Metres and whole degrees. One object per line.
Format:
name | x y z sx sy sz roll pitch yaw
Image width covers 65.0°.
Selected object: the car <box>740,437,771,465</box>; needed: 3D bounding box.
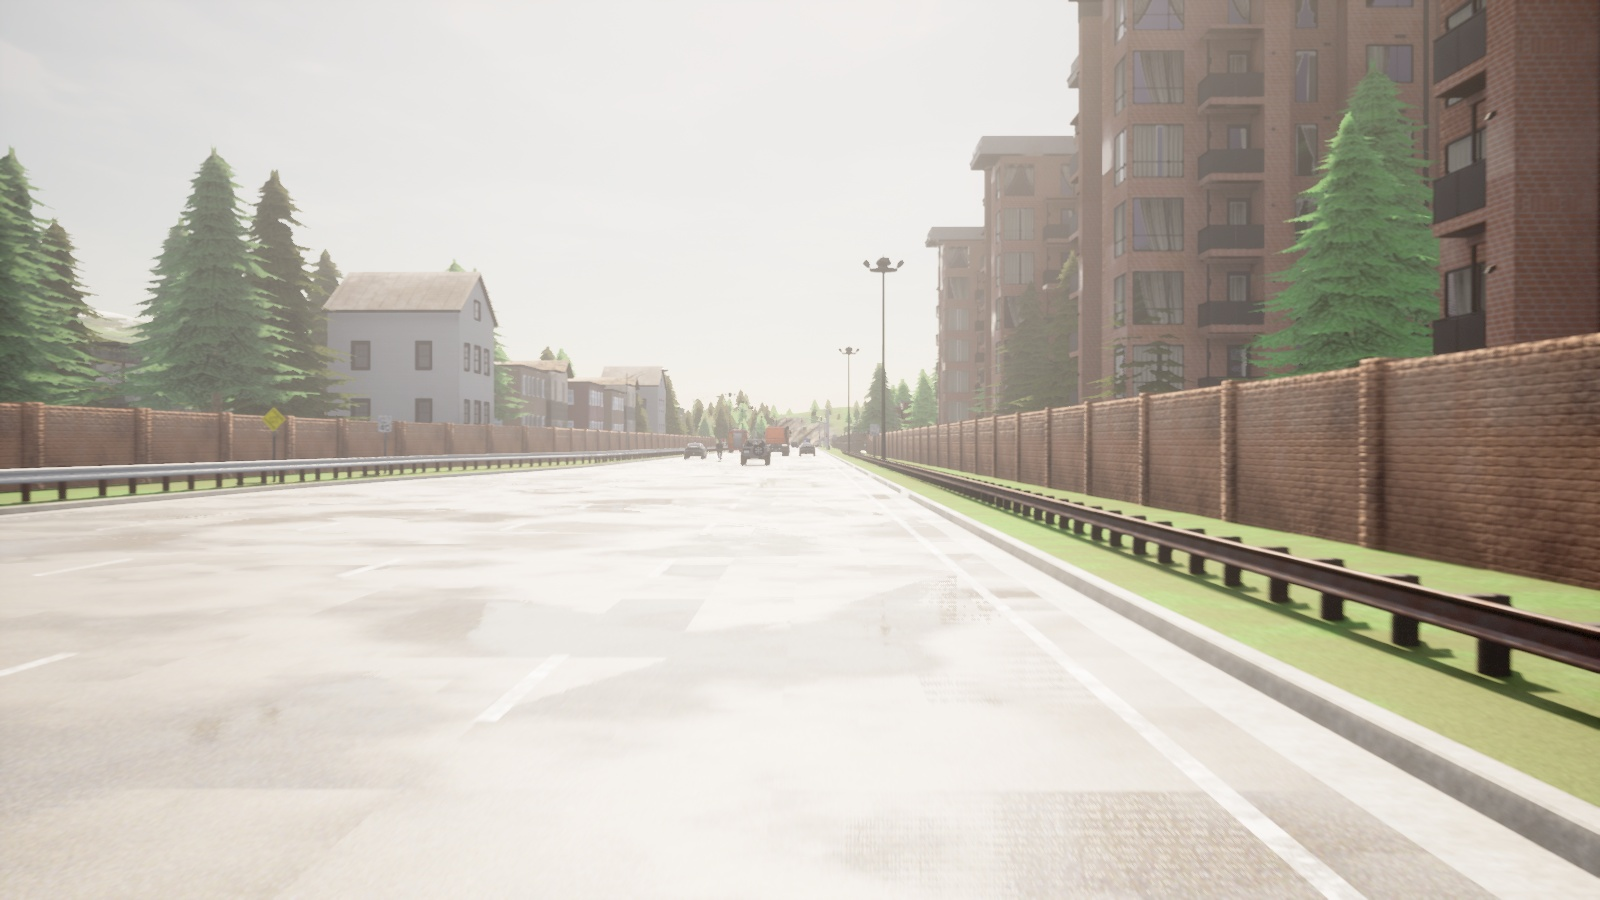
car | -3.000 0.082 85.371 1.932 1.855 4.605 0 0 0
